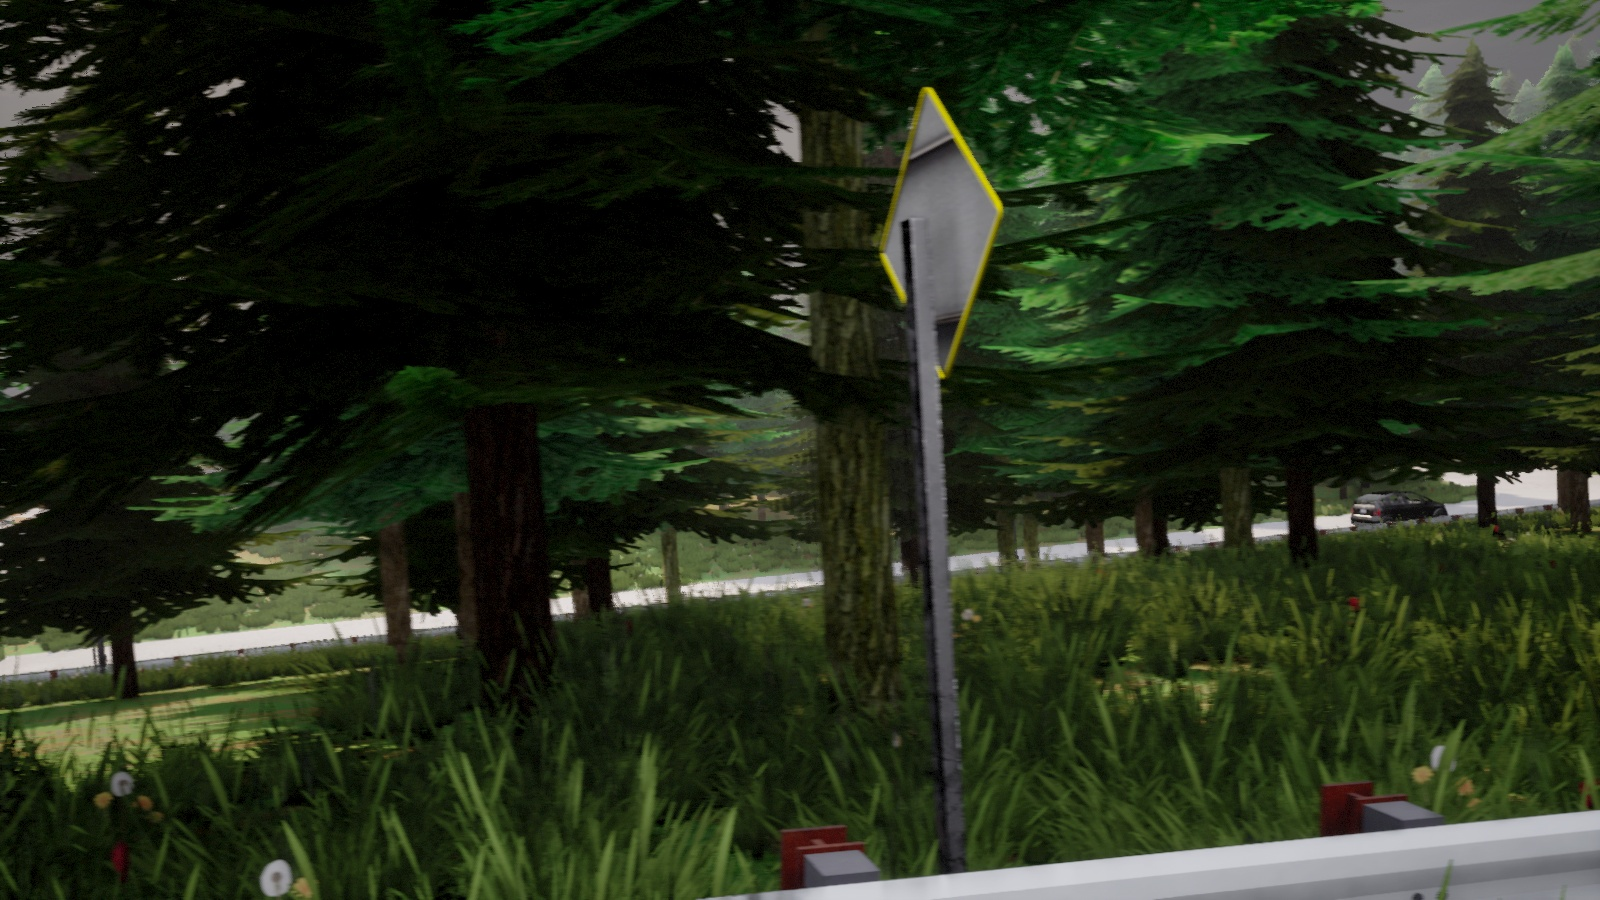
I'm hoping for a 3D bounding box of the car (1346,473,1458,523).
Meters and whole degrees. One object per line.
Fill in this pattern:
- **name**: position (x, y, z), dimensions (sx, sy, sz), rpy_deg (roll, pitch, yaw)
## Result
- **car**: position (23.877, 1.887, 49.860), dimensions (3.705, 1.549, 1.789), rpy_deg (-5, 2, -17)
